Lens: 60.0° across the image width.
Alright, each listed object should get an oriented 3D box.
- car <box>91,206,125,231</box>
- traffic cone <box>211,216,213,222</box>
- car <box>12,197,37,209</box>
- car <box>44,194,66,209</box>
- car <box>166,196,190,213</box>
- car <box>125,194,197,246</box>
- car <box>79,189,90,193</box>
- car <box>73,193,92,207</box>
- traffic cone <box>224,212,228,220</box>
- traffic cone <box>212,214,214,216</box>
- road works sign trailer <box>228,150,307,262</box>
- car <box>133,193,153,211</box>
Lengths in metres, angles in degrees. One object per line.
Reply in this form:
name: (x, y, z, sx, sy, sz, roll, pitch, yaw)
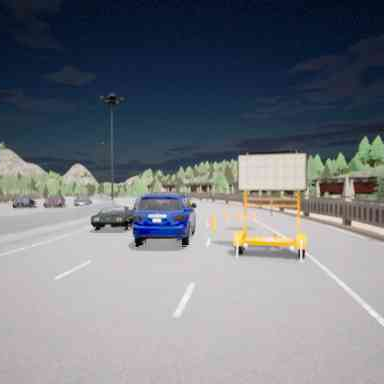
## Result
car: (-4.308, 1.458, 19.584, 1.895, 1.301, 4.718, 0, 0, 2)
traffic cone: (1.233, 1.800, 18.736, 0.340, 0.580, 0.340, 0, 0, 3)
car: (-20.593, 1.356, 41.022, 1.994, 1.385, 4.181, 0, 0, -13)
car: (-17.239, 1.117, 41.985, 2.097, 1.767, 4.553, 0, 0, -13)
car: (-1.483, 1.228, 33.827, 2.128, 1.511, 4.902, 0, 0, -6)
car: (-1.061, 1.105, 14.741, 2.150, 2.045, 5.566, 0, 0, 4)
car: (-25.680, 0.385, 79.229, 2.150, 2.045, 5.566, -1, 0, -19)
car: (-13.369, 1.242, 40.717, 2.128, 1.511, 4.902, 0, 0, -12)
traffic cone: (2.547, 1.748, 24.675, 0.340, 0.580, 0.340, 0, 0, 3)
traffic cone: (1.339, 1.784, 20.734, 0.340, 0.580, 0.340, 0, 0, 3)
road works sign trailer: (2.851, 0.359, 11.881, 2.380, 3.560, 2.880, 0, 1, 18)
car: (-5.480, 1.084, 37.294, 2.097, 1.767, 4.553, 0, 1, -8)
